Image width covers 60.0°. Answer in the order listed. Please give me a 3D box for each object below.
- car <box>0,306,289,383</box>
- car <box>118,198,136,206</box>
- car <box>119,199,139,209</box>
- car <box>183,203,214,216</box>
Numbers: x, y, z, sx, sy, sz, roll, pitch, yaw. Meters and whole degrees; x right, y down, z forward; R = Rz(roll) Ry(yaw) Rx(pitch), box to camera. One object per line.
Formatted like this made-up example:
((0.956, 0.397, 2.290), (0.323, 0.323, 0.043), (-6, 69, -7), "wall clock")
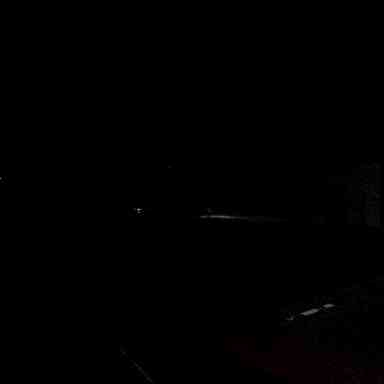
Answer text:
((-1.658, 1.601, 1.861), (4.718, 1.301, 1.895), (0, 0, -35), "car")
((-13.539, 2.095, 68.869), (1.812, 1.442, 4.674), (-1, 1, -36), "car")
((-11.033, 2.286, 59.197), (1.994, 1.385, 4.181), (-1, 1, -36), "car")
((0.772, 2.173, 42.562), (2.128, 1.511, 4.902), (-1, 0, -36), "car")
